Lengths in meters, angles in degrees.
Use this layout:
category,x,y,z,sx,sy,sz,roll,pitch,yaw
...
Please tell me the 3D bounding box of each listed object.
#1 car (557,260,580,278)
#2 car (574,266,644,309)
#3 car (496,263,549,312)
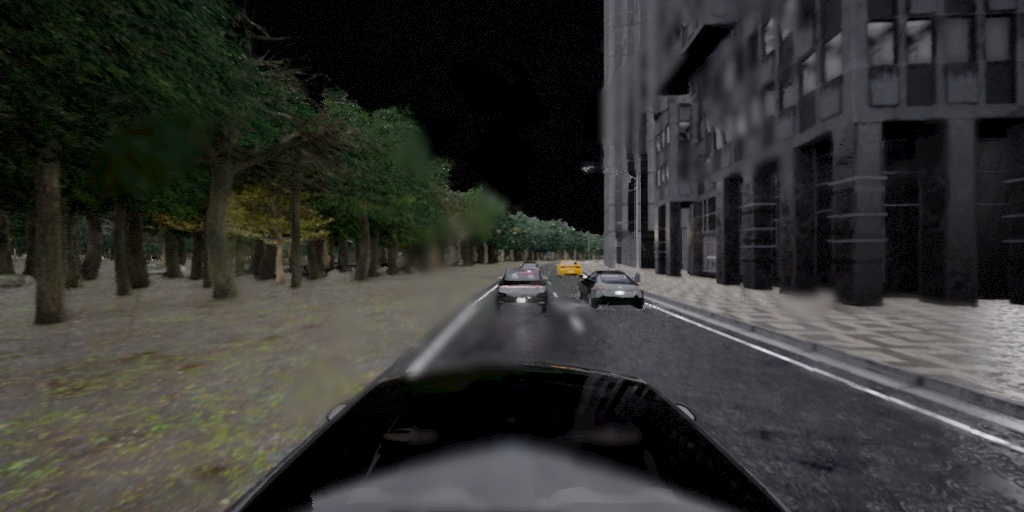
category,x,y,z,sx,sy,sz,roll,pitch,yaw
car,5.231,1.131,32.759,1.882,1.535,5.008,0,0,5
car,3.978,1.291,14.954,1.994,1.385,4.181,0,0,2
car,0.430,1.221,14.085,2.128,1.511,4.902,0,0,2
